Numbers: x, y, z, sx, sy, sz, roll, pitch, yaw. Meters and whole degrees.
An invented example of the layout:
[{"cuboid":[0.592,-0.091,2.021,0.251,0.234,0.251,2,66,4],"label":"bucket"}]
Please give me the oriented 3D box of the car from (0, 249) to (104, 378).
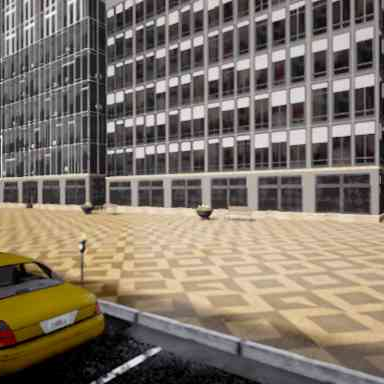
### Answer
[{"cuboid":[-3.490,1.568,5.402,4.829,1.417,1.752,-1,0,36],"label":"car"}]
